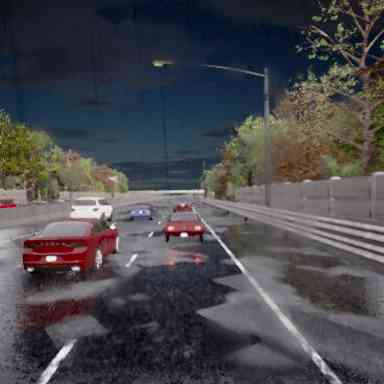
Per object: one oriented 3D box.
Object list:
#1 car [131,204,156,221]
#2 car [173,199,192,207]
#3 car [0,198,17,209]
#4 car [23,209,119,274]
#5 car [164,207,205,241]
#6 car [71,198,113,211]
[{"bbox_3d":[-4.307,1.752,29.836,2.033,1.411,5.357,-1,0,-2],"label":"car"},{"bbox_3d":[-1.124,1.572,39.316,2.097,1.767,4.553,-1,0,-2],"label":"car"},{"bbox_3d":[-18.558,1.625,31.109,2.150,2.045,5.566,-1,-1,-2],"label":"car"},{"bbox_3d":[-3.697,1.578,11.026,1.882,1.535,5.008,-1,0,-2],"label":"car"},{"bbox_3d":[-0.413,1.687,17.365,1.895,1.301,4.718,-1,0,-2],"label":"car"},{"bbox_3d":[-7.688,1.449,26.007,2.150,2.045,5.566,-1,0,-2],"label":"car"}]
